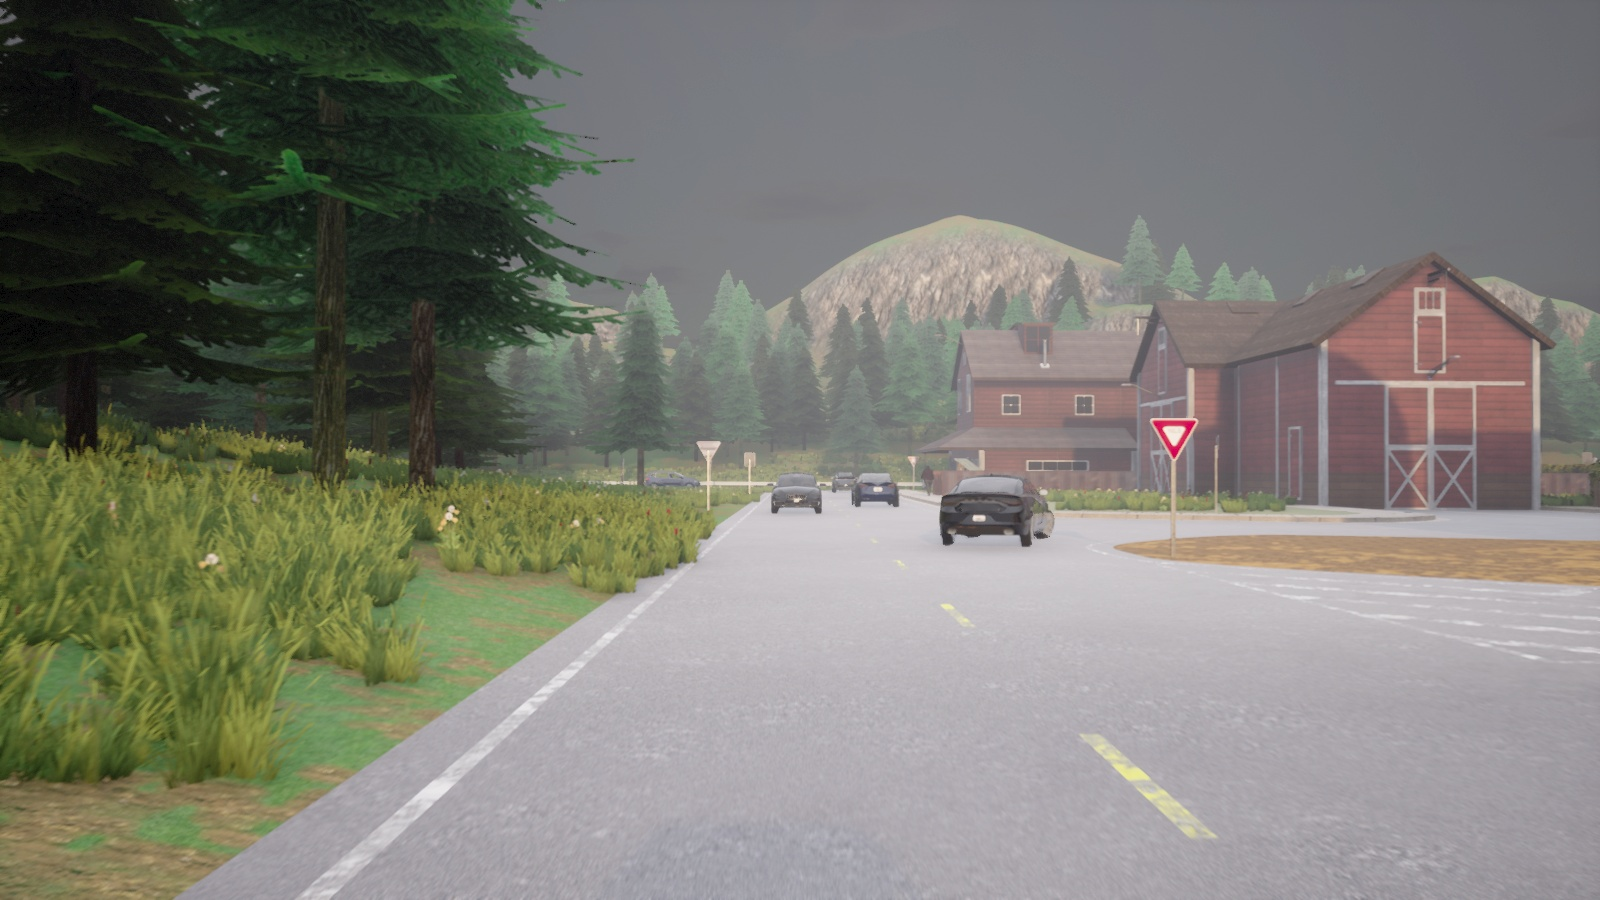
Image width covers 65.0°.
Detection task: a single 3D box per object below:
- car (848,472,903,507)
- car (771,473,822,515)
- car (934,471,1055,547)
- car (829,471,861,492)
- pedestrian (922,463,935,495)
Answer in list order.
[{"bbox_3d":[3.363,1.748,56.554,2.163,1.488,4.792,0,-1,0],"label":"car"},{"bbox_3d":[-0.115,1.618,47.685,1.837,1.490,4.892,0,-1,0],"label":"car"},{"bbox_3d":[4.434,1.242,28.024,1.882,1.535,5.008,-1,-1,18],"label":"car"},{"bbox_3d":[3.278,2.296,91.866,2.128,1.511,4.902,0,-1,0],"label":"car"},{"bbox_3d":[7.475,1.663,73.087,0.634,1.844,0.899,0,-1,-1],"label":"pedestrian"}]
